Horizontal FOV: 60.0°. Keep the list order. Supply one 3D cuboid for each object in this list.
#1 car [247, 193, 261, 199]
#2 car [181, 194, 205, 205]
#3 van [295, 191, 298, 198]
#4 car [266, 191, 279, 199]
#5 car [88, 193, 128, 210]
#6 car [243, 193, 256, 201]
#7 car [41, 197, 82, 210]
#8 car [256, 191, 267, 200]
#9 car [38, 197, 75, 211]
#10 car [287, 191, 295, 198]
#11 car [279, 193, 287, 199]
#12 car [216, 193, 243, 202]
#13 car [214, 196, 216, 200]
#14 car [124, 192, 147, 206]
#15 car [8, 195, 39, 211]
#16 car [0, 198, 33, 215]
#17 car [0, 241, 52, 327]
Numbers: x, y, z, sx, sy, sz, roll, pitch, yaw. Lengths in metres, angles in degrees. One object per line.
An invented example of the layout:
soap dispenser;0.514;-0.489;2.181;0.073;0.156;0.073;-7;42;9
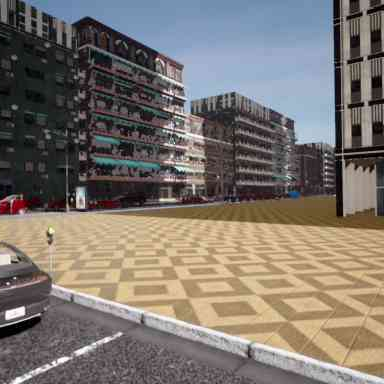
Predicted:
car;16.169;1.040;86.520;1.947;1.339;4.313;-1;0;36
car;0.176;1.062;50.302;1.967;1.590;4.097;-1;0;36
van;26.193;0.654;86.058;1.690;1.788;3.998;-1;0;36
car;16.436;0.740;72.649;2.192;1.841;5.009;-1;0;36
car;-9.580;1.186;36.894;1.967;1.590;4.097;-1;0;36
car;9.934;1.048;63.711;1.887;1.381;4.507;-1;0;36
car;-16.354;1.415;41.826;1.887;1.381;4.507;-1;0;36
car;13.187;1.046;68.180;1.802;1.307;4.206;-1;0;36
car;-15.082;1.368;39.183;1.812;1.442;4.674;-1;0;36
car;22.944;0.932;81.589;1.802;1.307;4.206;-1;0;36
car;19.691;0.938;77.119;2.008;1.369;4.403;-1;0;36
car;6.682;1.093;59.241;2.008;1.369;4.403;-1;0;36
car;6.410;1.029;73.111;1.967;1.590;4.097;-1;0;36
car;-8.936;0.985;47.628;2.150;2.045;5.566;-1;0;36
car;-19.609;1.228;37.356;2.192;1.841;5.009;-1;0;36
car;-16.083;1.413;27.955;1.802;1.307;4.206;-1;0;36
car;-4.372;1.553;6.184;4.403;1.369;2.008;0;-1;36
